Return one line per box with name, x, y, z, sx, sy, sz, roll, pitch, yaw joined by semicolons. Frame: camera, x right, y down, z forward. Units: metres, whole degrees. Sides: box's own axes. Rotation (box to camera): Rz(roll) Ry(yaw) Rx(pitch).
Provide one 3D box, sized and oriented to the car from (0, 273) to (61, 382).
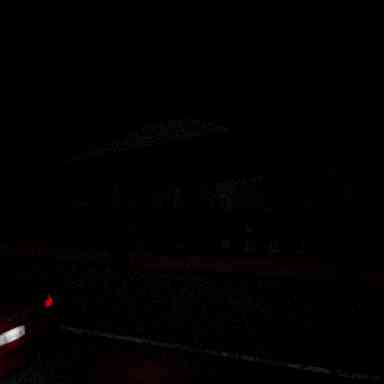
car;-3.895;1.580;4.395;4.181;1.385;1.994;0;0;19
